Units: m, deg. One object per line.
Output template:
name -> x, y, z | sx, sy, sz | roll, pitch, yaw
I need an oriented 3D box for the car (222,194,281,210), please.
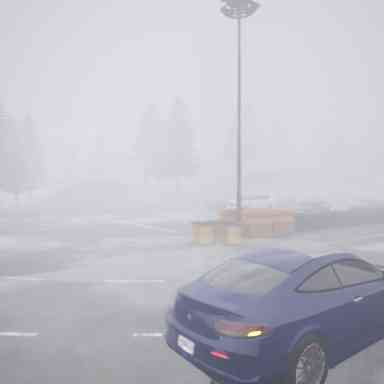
car -> 6.110, 1.189, 34.015 | 5.566, 2.045, 2.150 | 0, 0, -35

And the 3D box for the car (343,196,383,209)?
car -> 17.903, 1.407, 33.744 | 5.008, 1.535, 1.882 | 0, 0, -35

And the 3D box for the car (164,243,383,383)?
car -> 1.800, 1.527, 5.047 | 4.674, 1.442, 1.812 | 0, 0, -36

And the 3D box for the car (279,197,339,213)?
car -> 9.958, 1.474, 28.164 | 4.892, 1.490, 1.837 | 0, 0, -35

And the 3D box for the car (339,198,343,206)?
car -> 22.822, 1.320, 45.748 | 4.902, 1.511, 2.128 | -1, 0, -35

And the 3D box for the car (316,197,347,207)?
car -> 20.266, 1.436, 48.230 | 4.718, 1.301, 1.895 | -1, 0, -35

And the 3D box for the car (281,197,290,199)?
car -> 11.849, 1.405, 42.323 | 5.008, 1.535, 1.882 | 0, 0, -35

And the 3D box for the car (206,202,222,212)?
car -> 3.877, 1.568, 36.724 | 4.718, 1.301, 1.895 | 0, 0, -35
